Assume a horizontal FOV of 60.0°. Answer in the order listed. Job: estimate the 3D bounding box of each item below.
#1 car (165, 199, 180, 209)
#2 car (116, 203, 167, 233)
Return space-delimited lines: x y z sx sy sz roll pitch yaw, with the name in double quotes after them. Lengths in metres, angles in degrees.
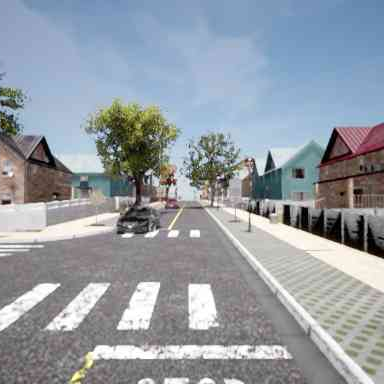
-2.802 1.690 47.241 1.812 1.442 4.674 0 0 0 "car"
-3.028 1.591 19.902 1.837 1.490 4.892 1 0 5 "car"
